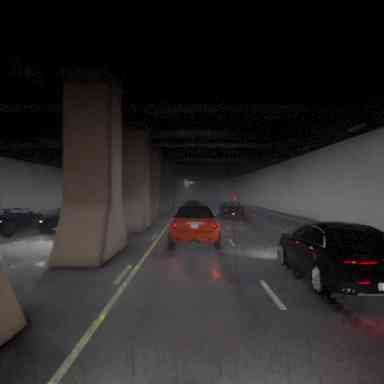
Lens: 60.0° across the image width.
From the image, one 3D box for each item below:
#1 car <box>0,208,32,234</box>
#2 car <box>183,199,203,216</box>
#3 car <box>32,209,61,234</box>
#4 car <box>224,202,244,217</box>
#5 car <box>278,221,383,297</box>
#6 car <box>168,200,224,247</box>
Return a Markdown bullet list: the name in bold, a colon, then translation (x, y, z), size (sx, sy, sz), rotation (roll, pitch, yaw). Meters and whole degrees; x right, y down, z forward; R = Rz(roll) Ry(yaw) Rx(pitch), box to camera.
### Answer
- **car**: translation (-10.598, 1.604, 19.320), size (1.895, 1.301, 4.718), rotation (0, 0, 0)
- **car**: translation (0.090, 1.531, 33.766), size (1.812, 1.442, 4.674), rotation (0, 0, 0)
- **car**: translation (-7.097, 1.604, 19.334), size (1.895, 1.301, 4.718), rotation (0, 0, 0)
- **car**: translation (3.603, 1.606, 31.195), size (1.895, 1.301, 4.718), rotation (0, 0, 0)
- **car**: translation (3.601, 1.506, 8.580), size (1.837, 1.490, 4.892), rotation (0, 0, 0)
- **car**: translation (0.101, 1.355, 15.079), size (2.097, 1.767, 4.553), rotation (0, 0, 0)
